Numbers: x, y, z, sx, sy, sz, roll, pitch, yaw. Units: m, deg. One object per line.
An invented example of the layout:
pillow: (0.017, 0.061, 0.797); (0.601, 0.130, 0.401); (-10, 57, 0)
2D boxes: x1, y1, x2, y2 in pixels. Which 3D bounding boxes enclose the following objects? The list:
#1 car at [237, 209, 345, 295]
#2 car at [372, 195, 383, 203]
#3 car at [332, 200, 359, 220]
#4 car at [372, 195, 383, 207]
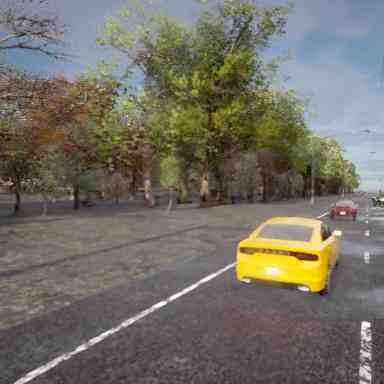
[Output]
car: (2.777, 1.417, 8.806); (1.882, 1.535, 5.008); (1, 1, 28)
car: (35.923, 1.351, 64.187); (1.994, 1.385, 4.181); (1, 1, 28)
car: (12.381, 1.402, 26.962); (1.812, 1.442, 4.674); (1, 1, 28)
car: (27.656, 1.204, 48.349); (2.097, 1.767, 4.553); (1, 1, 28)
